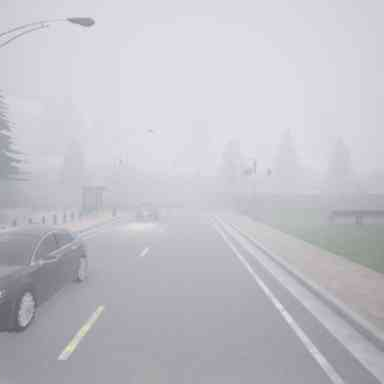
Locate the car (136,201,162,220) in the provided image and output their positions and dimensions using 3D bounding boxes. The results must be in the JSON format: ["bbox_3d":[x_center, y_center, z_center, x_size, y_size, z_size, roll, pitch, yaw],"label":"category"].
[{"bbox_3d":[-3.654,1.585,28.780,2.128,1.511,4.902,0,0,0],"label":"car"}]

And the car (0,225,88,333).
[{"bbox_3d":[-3.628,1.534,6.929,1.837,1.490,4.892,0,0,0],"label":"car"}]
